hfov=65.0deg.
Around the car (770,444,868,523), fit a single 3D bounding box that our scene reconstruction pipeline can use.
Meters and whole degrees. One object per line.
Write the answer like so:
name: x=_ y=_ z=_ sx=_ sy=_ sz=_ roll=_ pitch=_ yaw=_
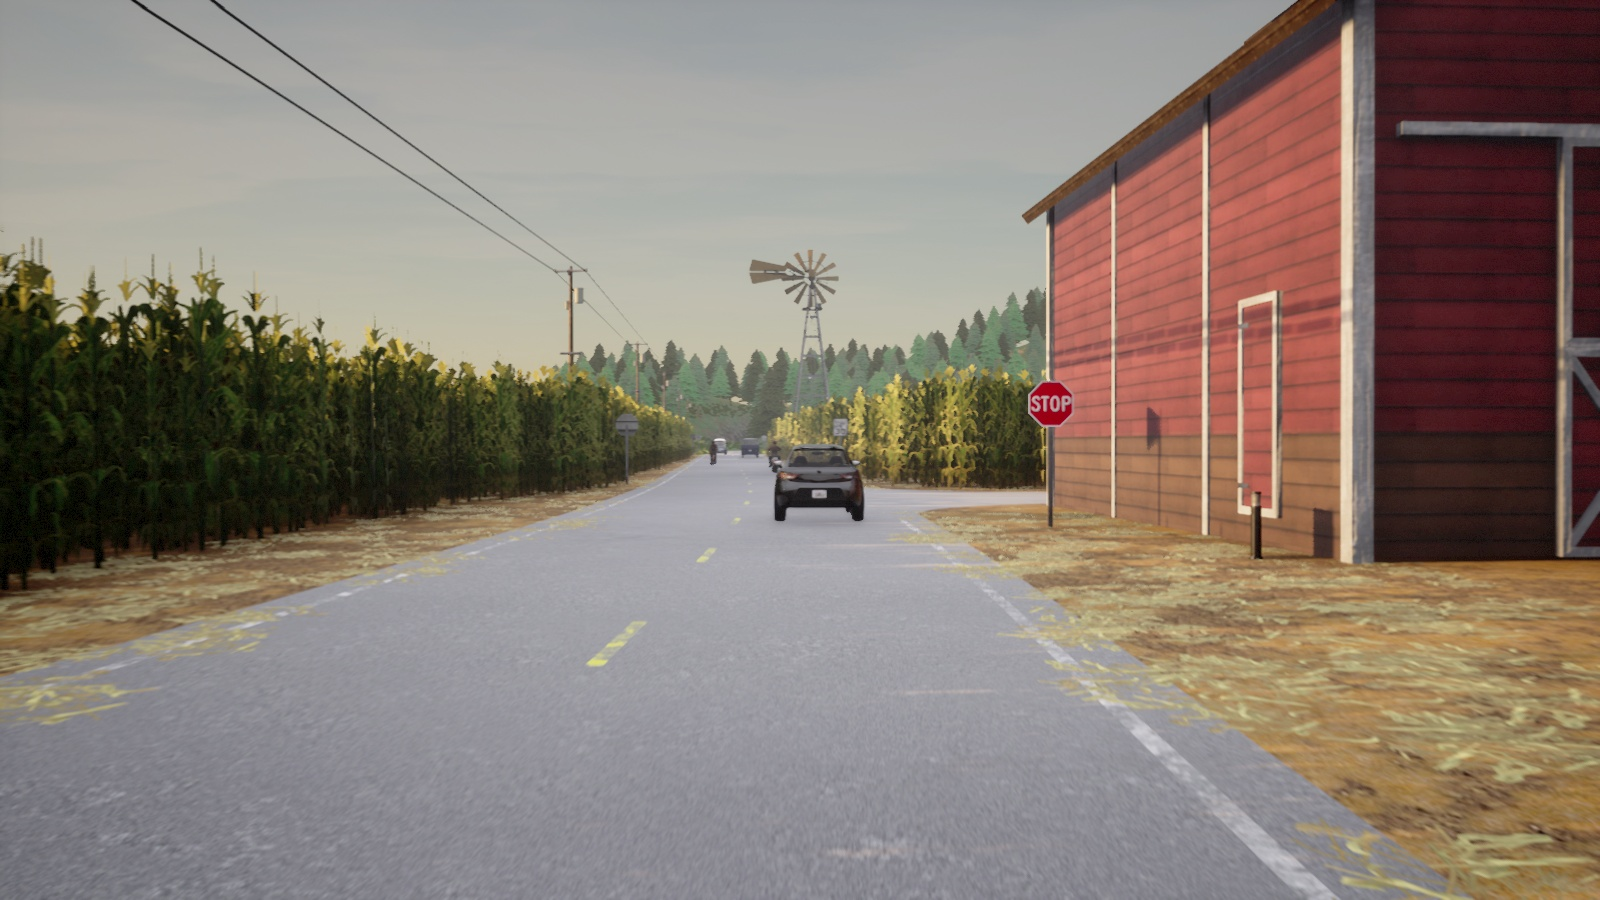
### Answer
car: x=0.340 y=0.616 z=25.576 sx=1.816 sy=1.474 sz=4.193 roll=0 pitch=0 yaw=0
